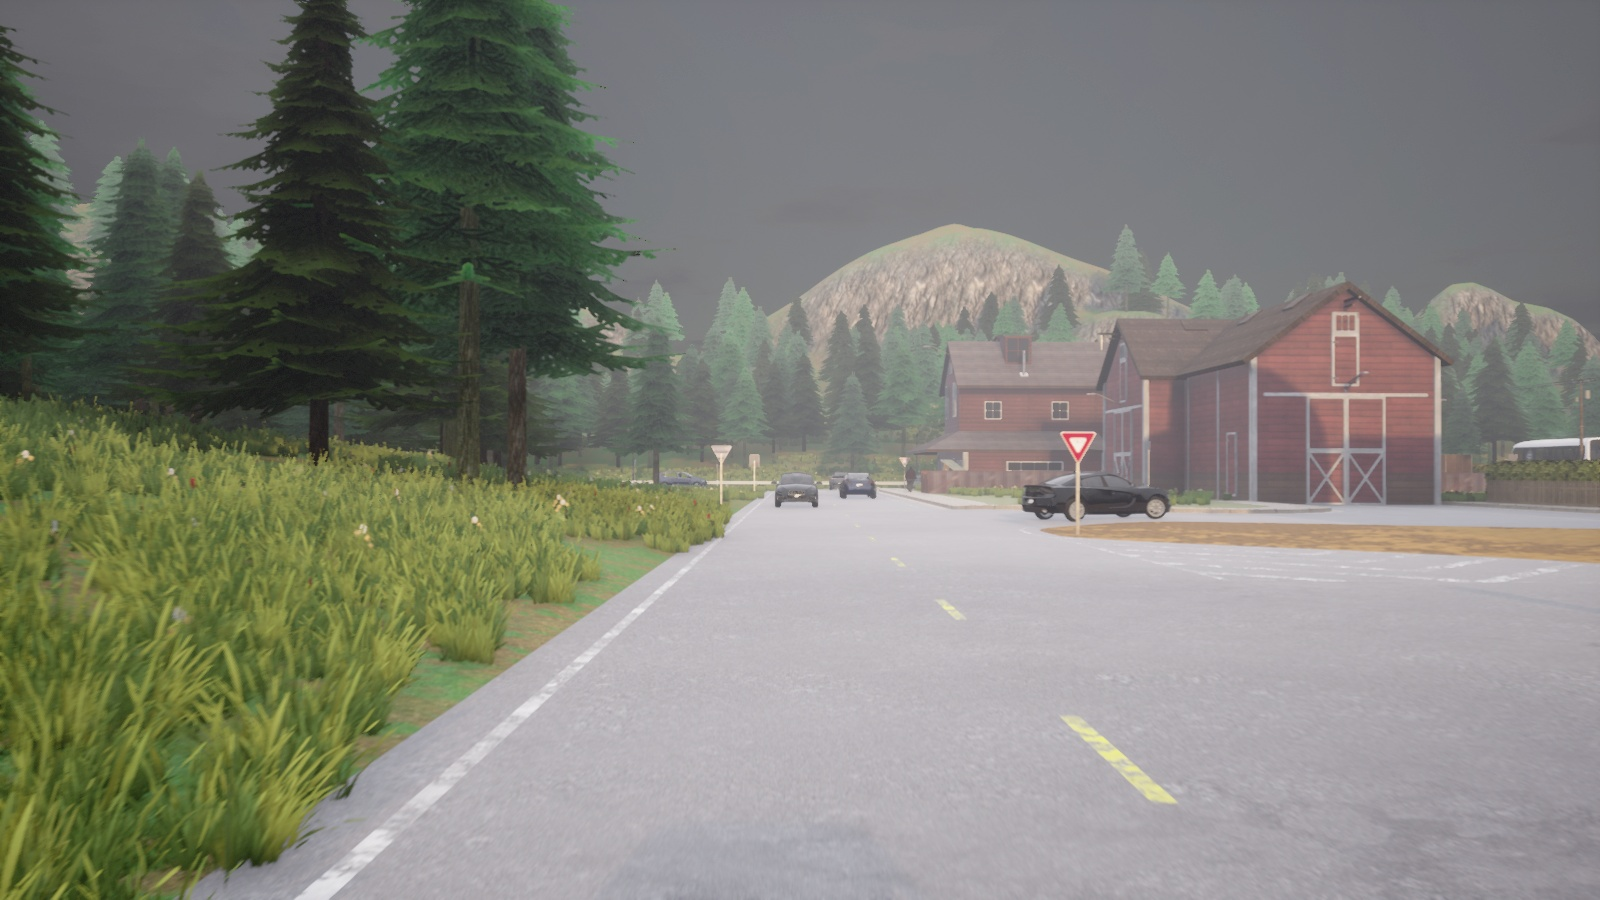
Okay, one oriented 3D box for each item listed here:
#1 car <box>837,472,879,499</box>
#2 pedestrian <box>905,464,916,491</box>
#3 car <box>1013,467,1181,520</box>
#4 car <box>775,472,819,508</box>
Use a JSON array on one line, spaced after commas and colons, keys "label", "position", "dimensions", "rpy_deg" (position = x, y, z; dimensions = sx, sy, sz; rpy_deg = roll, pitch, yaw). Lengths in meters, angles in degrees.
[{"label": "car", "position": [3.325, 2.017, 72.644], "dimensions": [2.163, 1.488, 4.792], "rpy_deg": [0, -1, 0]}, {"label": "pedestrian", "position": [7.408, 1.854, 84.448], "dimensions": [0.634, 1.844, 0.899], "rpy_deg": [0, -1, -2]}, {"label": "car", "position": [9.453, 1.359, 39.931], "dimensions": [5.008, 1.535, 1.882], "rpy_deg": [-1, -1, -23]}, {"label": "car", "position": [-0.133, 1.747, 55.290], "dimensions": [1.837, 1.490, 4.892], "rpy_deg": [0, -1, 0]}]
